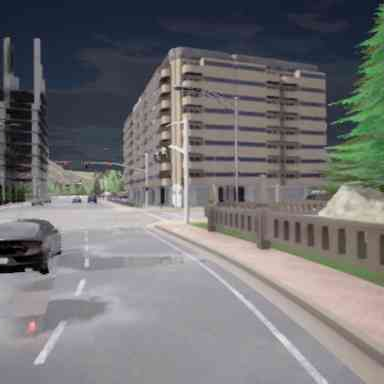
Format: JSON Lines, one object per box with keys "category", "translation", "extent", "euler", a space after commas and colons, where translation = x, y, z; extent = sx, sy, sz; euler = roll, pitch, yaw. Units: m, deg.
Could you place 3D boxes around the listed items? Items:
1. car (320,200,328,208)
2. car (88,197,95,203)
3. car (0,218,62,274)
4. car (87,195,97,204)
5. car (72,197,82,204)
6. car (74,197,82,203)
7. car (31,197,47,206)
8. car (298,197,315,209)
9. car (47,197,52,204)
{"category": "car", "translation": [19.829, 1.603, 44.009], "extent": [4.902, 1.511, 2.128], "euler": [0, 0, -18]}
{"category": "car", "translation": [-27.445, 2.082, 90.804], "extent": [1.882, 1.535, 5.008], "euler": [0, 0, -18]}
{"category": "car", "translation": [-5.327, 1.565, 10.600], "extent": [1.882, 1.535, 5.008], "euler": [0, 0, -15]}
{"category": "car", "translation": [-24.140, 1.760, 80.594], "extent": [2.150, 2.045, 5.566], "euler": [0, 0, -18]}
{"category": "car", "translation": [-27.666, 1.913, 80.122], "extent": [2.097, 1.767, 4.553], "euler": [0, 0, -18]}
{"category": "car", "translation": [-30.774, 2.101, 89.725], "extent": [1.882, 1.535, 5.008], "euler": [0, 0, -18]}
{"category": "car", "translation": [-30.097, 2.012, 64.912], "extent": [1.837, 1.490, 4.892], "euler": [0, 0, -18]}
{"category": "car", "translation": [17.474, 1.361, 46.920], "extent": [5.566, 2.045, 2.150], "euler": [0, 0, -18]}
{"category": "car", "translation": [-35.091, 1.945, 80.331], "extent": [2.097, 1.767, 4.553], "euler": [0, 0, -18]}
